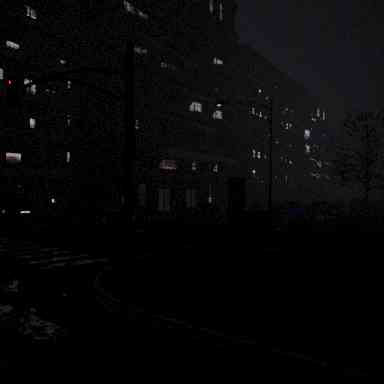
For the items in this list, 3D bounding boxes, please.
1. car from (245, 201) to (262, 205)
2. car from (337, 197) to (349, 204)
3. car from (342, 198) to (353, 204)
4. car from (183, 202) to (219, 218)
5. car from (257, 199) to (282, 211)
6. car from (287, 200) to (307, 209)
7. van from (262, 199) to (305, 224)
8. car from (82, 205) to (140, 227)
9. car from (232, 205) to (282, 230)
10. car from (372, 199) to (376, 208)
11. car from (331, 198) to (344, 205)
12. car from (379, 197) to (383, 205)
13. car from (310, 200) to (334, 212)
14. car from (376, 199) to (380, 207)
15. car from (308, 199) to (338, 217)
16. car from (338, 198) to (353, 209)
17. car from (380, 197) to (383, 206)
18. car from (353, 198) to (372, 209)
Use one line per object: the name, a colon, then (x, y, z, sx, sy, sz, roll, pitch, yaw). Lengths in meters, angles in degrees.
car: (7.483, 1.840, 41.505, 1.802, 1.307, 4.206, 1, 0, 36)
car: (37.064, 2.094, 81.569, 1.967, 1.590, 4.097, 1, 0, 36)
car: (40.249, 2.221, 85.883, 1.752, 1.417, 4.829, 1, 0, 36)
car: (0.910, 1.712, 32.602, 1.887, 1.381, 4.507, 1, 0, 36)
car: (10.771, 1.743, 45.957, 1.967, 1.590, 4.097, 1, 0, 36)
car: (17.343, 1.975, 54.860, 1.802, 1.307, 4.206, 1, 0, 36)
van: (7.648, 1.648, 27.618, 1.690, 1.788, 3.998, 1, 0, 36)
car: (-5.664, 1.626, 23.699, 2.008, 1.369, 4.403, 1, 0, 36)
car: (4.359, 1.827, 23.167, 1.947, 1.339, 4.313, 1, 0, 36)
car: (30.652, 2.202, 58.778, 1.802, 1.307, 4.206, 1, 0, 36)
car: (33.776, 2.177, 77.117, 1.947, 1.339, 4.313, 1, 0, 36)
car: (47.089, 2.151, 81.036, 2.192, 1.841, 5.009, 1, 0, 36)
car: (18.097, 1.914, 46.121, 1.882, 1.535, 5.008, 1, 0, 36)
car: (33.940, 2.104, 63.230, 1.967, 1.590, 4.097, 1, 0, 36)
car: (14.221, 1.838, 36.522, 1.967, 1.590, 4.097, 1, 0, 36)
car: (24.071, 2.064, 54.235, 2.033, 1.411, 5.357, 1, 0, 37)
car: (37.226, 2.252, 67.681, 1.887, 1.381, 4.507, 1, 0, 36)
car: (27.368, 1.891, 54.328, 2.192, 1.841, 5.009, 1, 0, 36)
